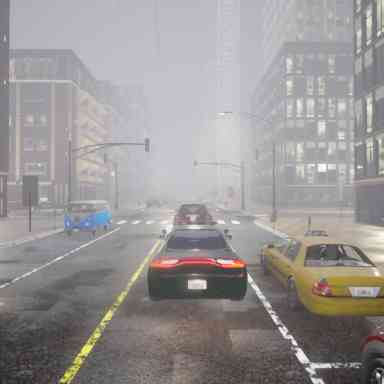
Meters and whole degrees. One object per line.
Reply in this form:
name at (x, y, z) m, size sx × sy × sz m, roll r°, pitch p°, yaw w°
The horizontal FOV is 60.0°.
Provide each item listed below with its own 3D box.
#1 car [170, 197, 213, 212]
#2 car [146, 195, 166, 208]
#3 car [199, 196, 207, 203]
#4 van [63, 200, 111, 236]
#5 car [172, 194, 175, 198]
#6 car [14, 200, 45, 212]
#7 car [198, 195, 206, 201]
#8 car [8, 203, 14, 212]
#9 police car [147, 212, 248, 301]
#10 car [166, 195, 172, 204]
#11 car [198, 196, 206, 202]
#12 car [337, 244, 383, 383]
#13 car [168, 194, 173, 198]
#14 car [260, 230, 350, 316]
car at (0.067, 1.369, 19.415) m, size 2.097 × 1.767 × 4.553 m, roll 0°, pitch 0°, yaw 0°
car at (-5.735, 1.407, 50.797) m, size 2.192 × 1.841 × 5.009 m, roll 0°, pitch 0°, yaw 0°
car at (2.613, 1.732, 79.288) m, size 1.752 × 1.417 × 4.829 m, roll 0°, pitch 0°, yaw 0°
van at (-5.679, 1.358, 18.391) m, size 1.690 × 1.788 × 3.998 m, roll 1°, pitch 0°, yaw 0°
car at (-5.766, 1.646, 79.110) m, size 1.967 × 1.590 × 4.097 m, roll 0°, pitch 0°, yaw 0°
car at (-19.093, 1.538, 37.785) m, size 4.507 × 1.381 × 1.887 m, roll 0°, pitch -1°, yaw 0°
car at (2.602, 1.704, 90.445) m, size 1.967 × 1.590 × 4.097 m, roll 0°, pitch 0°, yaw 0°
car at (-19.054, 1.214, 29.409) m, size 5.009 × 1.841 × 2.192 m, roll 0°, pitch -1°, yaw 0°
police car at (0.093, 1.509, 8.459) m, size 2.038 × 1.542 × 4.974 m, roll 0°, pitch 0°, yaw 0°
car at (-5.755, 1.719, 67.783) m, size 1.947 × 1.339 × 4.313 m, roll 0°, pitch 0°, yaw 0°
car at (2.607, 1.801, 84.781) m, size 1.947 × 1.339 × 4.313 m, roll 0°, pitch 0°, yaw 0°
car at (2.704, 1.441, 1.829) m, size 1.967 × 1.590 × 4.097 m, roll 1°, pitch 0°, yaw 0°
car at (-5.761, 1.760, 73.446) m, size 1.802 × 1.307 × 4.206 m, roll 0°, pitch 0°, yaw 0°
car at (2.699, 1.529, 7.523) m, size 1.752 × 1.417 × 4.829 m, roll 1°, pitch 0°, yaw 0°
